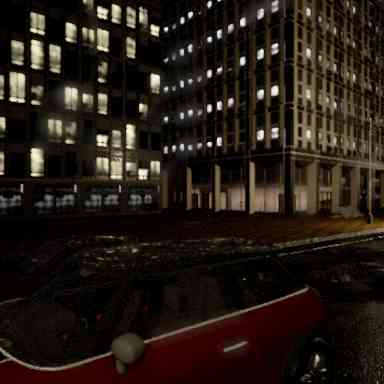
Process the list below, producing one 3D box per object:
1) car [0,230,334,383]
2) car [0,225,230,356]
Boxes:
[{"bbox_3d":[-0.649,1.358,3.283,4.553,1.767,2.097,0,0,-36],"label":"car"},{"bbox_3d":[-1.970,1.557,6.311,5.357,1.411,2.033,0,0,-36],"label":"car"}]
